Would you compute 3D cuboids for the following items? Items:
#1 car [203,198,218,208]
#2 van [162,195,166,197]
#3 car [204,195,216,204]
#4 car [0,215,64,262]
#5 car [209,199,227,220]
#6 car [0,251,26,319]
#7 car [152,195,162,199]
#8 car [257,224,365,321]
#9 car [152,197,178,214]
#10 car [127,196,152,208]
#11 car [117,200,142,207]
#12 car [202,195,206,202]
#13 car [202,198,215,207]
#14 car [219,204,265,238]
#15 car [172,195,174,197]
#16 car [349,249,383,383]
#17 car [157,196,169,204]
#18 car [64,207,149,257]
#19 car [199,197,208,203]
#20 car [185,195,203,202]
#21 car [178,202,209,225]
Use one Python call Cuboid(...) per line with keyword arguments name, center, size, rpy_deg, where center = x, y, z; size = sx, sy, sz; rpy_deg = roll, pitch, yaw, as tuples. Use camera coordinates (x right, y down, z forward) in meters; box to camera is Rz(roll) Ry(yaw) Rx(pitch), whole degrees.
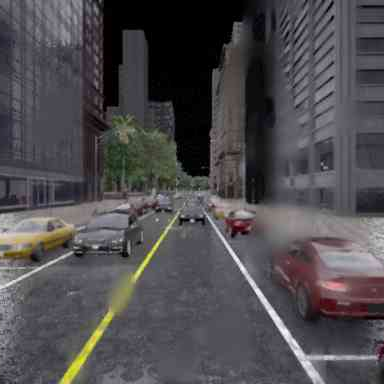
Cuboid(name="car", center=(2.752, 1.664, 50.465), size=(1.887, 1.381, 4.507), rpy_deg=(0, 0, 0))
Cuboid(name="van", center=(-5.774, 1.490, 61.330), size=(1.690, 1.788, 3.998), rpy_deg=(0, 0, 0))
Cuboid(name="car", center=(2.754, 1.530, 39.615), size=(1.967, 1.590, 4.097), rpy_deg=(0, 0, 0))
Cuboid(name="car", center=(-5.767, 1.549, 12.325), size=(1.752, 1.417, 4.829), rpy_deg=(0, 0, 0))
Cuboid(name="car", center=(2.756, 1.588, 28.935), size=(1.752, 1.417, 4.829), rpy_deg=(0, 0, 0))
Cuboid(name="car", center=(-3.082, 1.510, 1.818), size=(1.837, 1.490, 4.892), rpy_deg=(0, -1, 0))
Cuboid(name="car", center=(-5.772, 1.418, 45.052), size=(2.192, 1.841, 5.009), rpy_deg=(0, 0, 0))
Cuboid(name="car", center=(2.759, 1.596, 7.065), size=(1.802, 1.307, 4.206), rpy_deg=(0, 0, 0))
Cuboid(name="car", center=(-3.017, 1.631, 37.381), size=(2.033, 1.411, 5.357), rpy_deg=(0, 0, 0))
Cuboid(name="car", center=(-5.771, 1.389, 34.200), size=(2.192, 1.841, 5.009), rpy_deg=(0, 0, 0))
Cuboid(name="car", center=(-5.769, 1.643, 28.773), size=(1.802, 1.307, 4.206), rpy_deg=(0, 0, 0))
Cuboid(name="car", center=(2.753, 1.544, 45.040), size=(1.967, 1.590, 4.097), rpy_deg=(0, 0, 0))
Cuboid(name="car", center=(2.753, 1.686, 55.890), size=(2.008, 1.369, 4.403), rpy_deg=(0, 0, 0))
Cuboid(name="car", center=(2.757, 1.582, 17.915), size=(1.887, 1.381, 4.507), rpy_deg=(0, 0, 0))
Cuboid(name="car", center=(-5.775, 1.775, 77.608), size=(1.802, 1.307, 4.206), rpy_deg=(0, 0, 0))
Cuboid(name="car", center=(2.759, 1.444, 1.640), size=(1.967, 1.590, 4.097), rpy_deg=(0, 0, 0))
Cuboid(name="car", center=(-5.774, 1.604, 66.756), size=(1.967, 1.590, 4.097), rpy_deg=(0, 0, 0))
Cuboid(name="car", center=(-3.076, 1.531, 13.093), size=(1.837, 1.490, 4.892), rpy_deg=(0, 0, 0))
Cuboid(name="car", center=(2.751, 1.760, 77.591), size=(1.947, 1.339, 4.313), rpy_deg=(0, 0, 0))
Cuboid(name="car", center=(0.079, 1.596, 44.788), size=(2.128, 1.511, 4.902), rpy_deg=(0, 0, 0))
Cuboid(name="car", center=(0.011, 1.653, 24.560), size=(1.895, 1.301, 4.718), rpy_deg=(0, 0, 0))
